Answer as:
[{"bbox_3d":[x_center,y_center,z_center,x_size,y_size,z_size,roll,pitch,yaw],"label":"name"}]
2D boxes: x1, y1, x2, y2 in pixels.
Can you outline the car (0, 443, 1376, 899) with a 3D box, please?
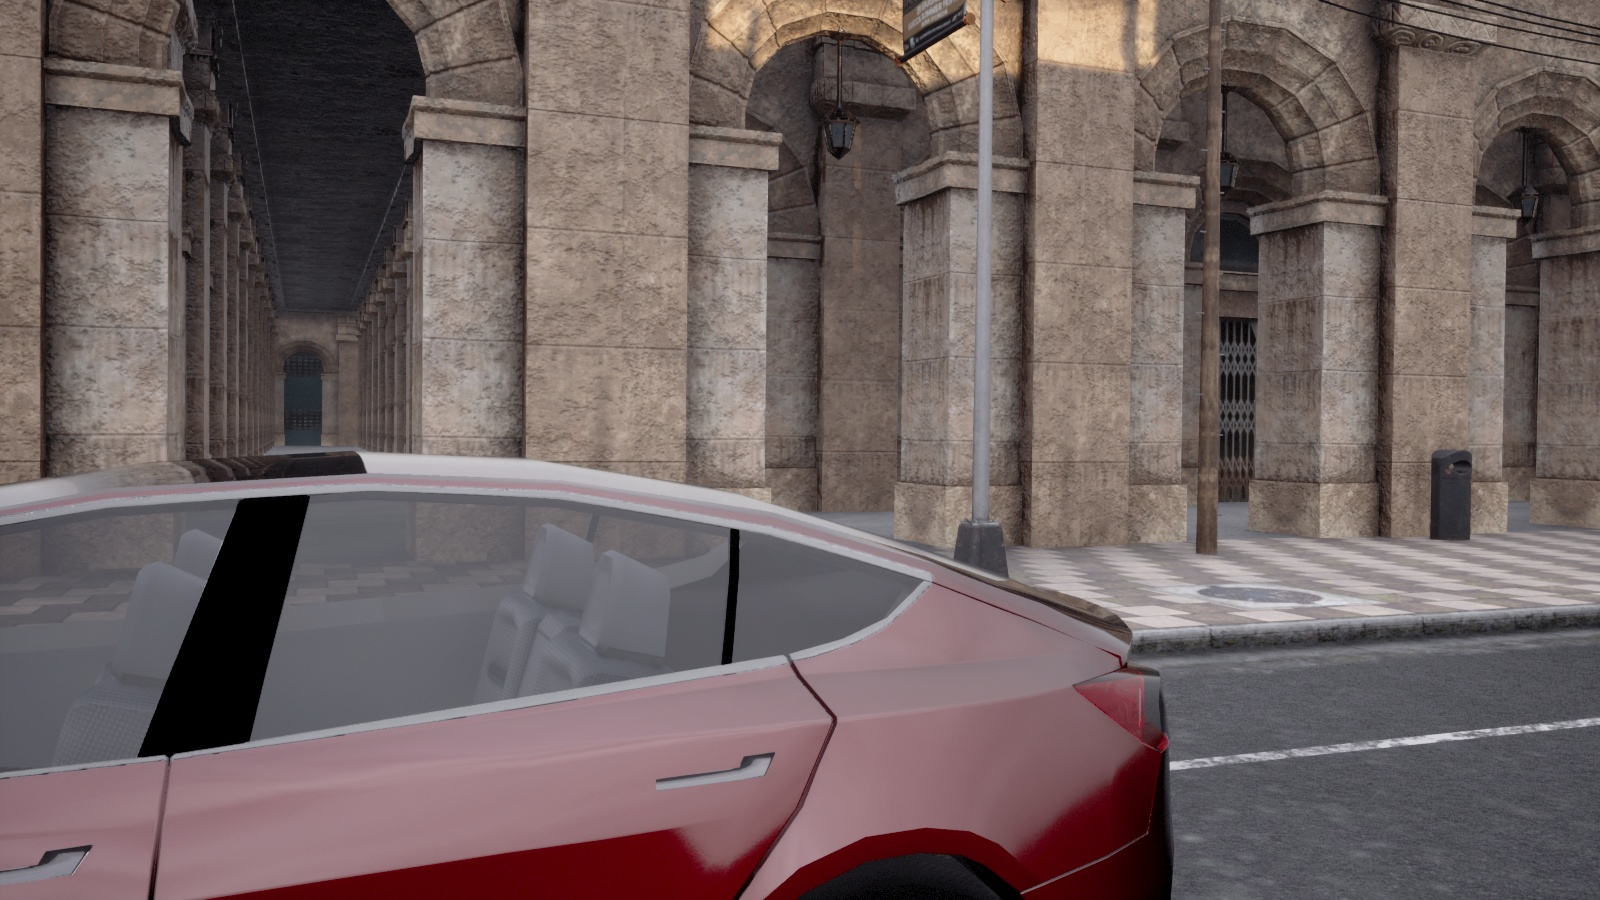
[{"bbox_3d":[-1.450,0.769,2.707,4.792,1.488,2.163,-1,1,-21],"label":"car"}]
